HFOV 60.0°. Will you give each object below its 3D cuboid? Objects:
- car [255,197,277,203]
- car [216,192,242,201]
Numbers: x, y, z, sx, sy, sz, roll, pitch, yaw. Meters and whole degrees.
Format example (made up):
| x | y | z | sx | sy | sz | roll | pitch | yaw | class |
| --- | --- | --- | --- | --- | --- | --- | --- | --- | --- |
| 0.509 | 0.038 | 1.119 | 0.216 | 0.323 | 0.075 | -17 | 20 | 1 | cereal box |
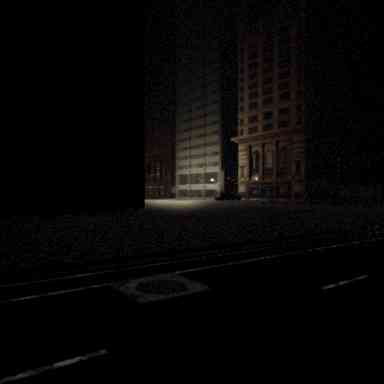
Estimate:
| x | y | z | sx | sy | sz | roll | pitch | yaw | class |
| --- | --- | --- | --- | --- | --- | --- | --- | --- | --- |
| 15.207 | 1.594 | 68.947 | 1.895 | 1.301 | 4.718 | 0 | 0 | -35 | car |
| 8.455 | 0.953 | 73.286 | 2.150 | 2.045 | 5.566 | 0 | 0 | -35 | car |
